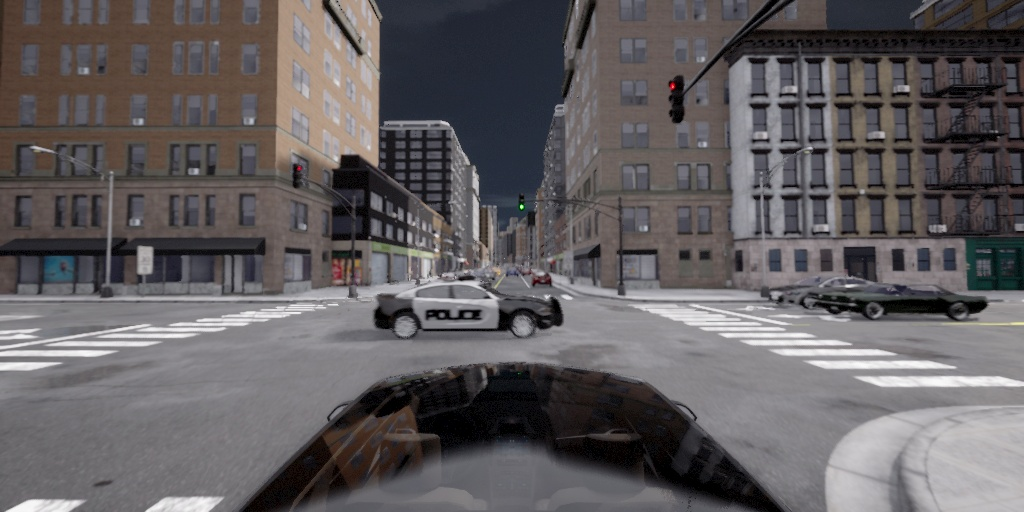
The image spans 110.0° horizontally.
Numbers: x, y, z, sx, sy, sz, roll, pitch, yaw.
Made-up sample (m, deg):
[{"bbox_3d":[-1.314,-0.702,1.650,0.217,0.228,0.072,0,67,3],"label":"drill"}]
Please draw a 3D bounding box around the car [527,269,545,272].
[{"bbox_3d":[2.688,2.074,33.129,1.888,1.381,4.507,0,0,0],"label":"car"}]

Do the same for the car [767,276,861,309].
[{"bbox_3d":[14.752,1.678,16.887,4.902,1.511,2.128,0,-2,-2],"label":"car"}]

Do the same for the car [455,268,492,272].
[{"bbox_3d":[-3.081,1.973,29.915,2.128,1.511,4.902,0,-1,0],"label":"car"}]

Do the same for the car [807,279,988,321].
[{"bbox_3d":[14.496,1.672,13.623,4.718,1.301,1.895,0,-2,2],"label":"car"}]

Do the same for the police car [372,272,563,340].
[{"bbox_3d":[-1.220,1.370,10.213,5.238,1.638,1.930,0,-2,0],"label":"police car"}]

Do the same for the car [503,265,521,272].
[{"bbox_3d":[0.052,2.548,59.460,2.097,1.767,4.553,0,-1,0],"label":"car"}]

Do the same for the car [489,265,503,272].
[{"bbox_3d":[-2.941,2.839,64.076,1.882,1.535,5.008,0,-1,0],"label":"car"}]

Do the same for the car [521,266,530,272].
[{"bbox_3d":[2.728,2.801,61.050,1.802,1.307,4.207,0,0,0],"label":"car"}]

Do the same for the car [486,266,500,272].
[{"bbox_3d":[-3.047,2.351,45.111,2.128,1.511,4.902,0,-1,0],"label":"car"}]
